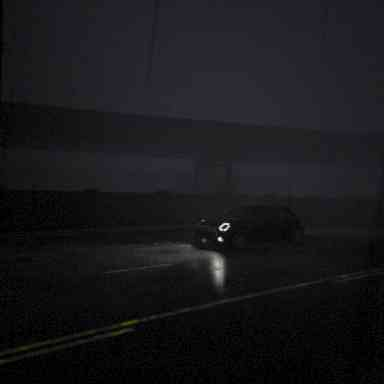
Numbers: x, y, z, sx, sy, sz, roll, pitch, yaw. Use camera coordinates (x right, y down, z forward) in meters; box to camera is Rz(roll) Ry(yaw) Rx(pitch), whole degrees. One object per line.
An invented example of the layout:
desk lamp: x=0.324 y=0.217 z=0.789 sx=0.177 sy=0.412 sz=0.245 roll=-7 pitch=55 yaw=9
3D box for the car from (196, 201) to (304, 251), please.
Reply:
car: x=2.403 y=1.266 z=13.642 sx=4.553 sy=1.767 sz=2.097 roll=1 pitch=0 yaw=-30
